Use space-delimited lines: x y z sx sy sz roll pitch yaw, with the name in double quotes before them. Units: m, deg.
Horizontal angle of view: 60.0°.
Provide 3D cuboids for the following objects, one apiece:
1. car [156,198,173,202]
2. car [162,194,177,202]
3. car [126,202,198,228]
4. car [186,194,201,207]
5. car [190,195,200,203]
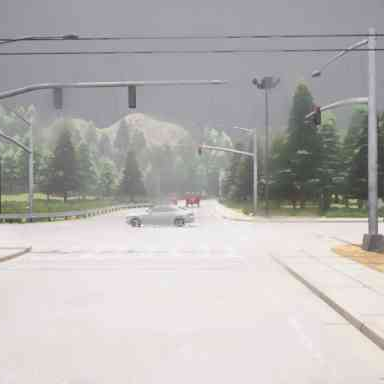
"car" -3.572 1.715 37.566 1.895 1.301 4.718 0 0 0
"car" -3.554 1.484 44.688 2.097 1.767 4.553 0 0 0
"car" -2.086 1.610 22.352 4.674 1.442 1.812 0 0 1
"car" 0.168 1.354 52.828 2.150 2.045 5.566 0 0 1
"car" 0.636 1.535 73.380 2.097 1.767 4.553 0 0 2
